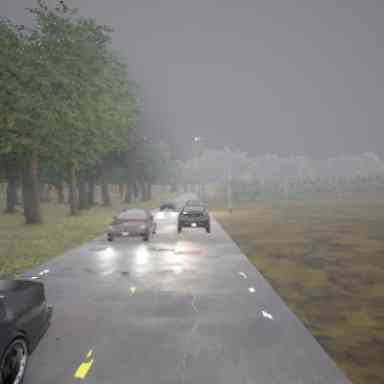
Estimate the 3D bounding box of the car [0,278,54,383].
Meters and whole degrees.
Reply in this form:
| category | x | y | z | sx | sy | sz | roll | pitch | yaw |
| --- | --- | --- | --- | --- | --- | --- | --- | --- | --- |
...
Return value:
| category | x | y | z | sx | sy | sz | roll | pitch | yaw |
| --- | --- | --- | --- | --- | --- | --- | --- | --- | --- |
| car | -2.841 | 1.546 | 2.333 | 2.033 | 1.411 | 5.357 | 0 | 0 | 0 |

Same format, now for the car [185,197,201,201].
| category | x | y | z | sx | sy | sz | roll | pitch | yaw |
| --- | --- | --- | --- | --- | --- | --- | --- | --- | --- |
| car | 0.095 | 1.441 | 43.748 | 2.128 | 1.511 | 4.902 | 0 | 0 | 0 |

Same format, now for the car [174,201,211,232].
| category | x | y | z | sx | sy | sz | roll | pitch | yaw |
| --- | --- | --- | --- | --- | --- | --- | --- | --- | --- |
| car | 0.098 | 1.499 | 20.187 | 1.837 | 1.490 | 4.892 | 0 | 0 | 0 |

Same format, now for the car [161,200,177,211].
| category | x | y | z | sx | sy | sz | roll | pitch | yaw |
| --- | --- | --- | --- | --- | --- | --- | --- | --- | --- |
| car | -2.783 | 1.562 | 39.637 | 1.895 | 1.301 | 4.718 | 0 | 0 | 0 |

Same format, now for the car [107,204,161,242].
| category | x | y | z | sx | sy | sz | roll | pitch | yaw |
| --- | --- | --- | --- | --- | --- | --- | --- | --- | --- |
| car | -2.828 | 1.522 | 16.486 | 1.812 | 1.442 | 4.674 | 0 | 0 | 0 |
